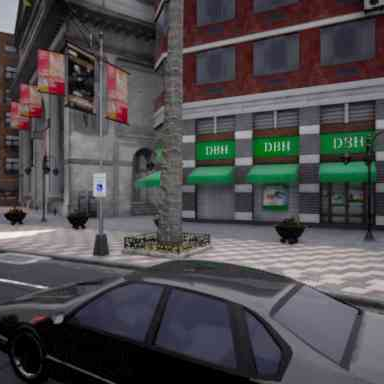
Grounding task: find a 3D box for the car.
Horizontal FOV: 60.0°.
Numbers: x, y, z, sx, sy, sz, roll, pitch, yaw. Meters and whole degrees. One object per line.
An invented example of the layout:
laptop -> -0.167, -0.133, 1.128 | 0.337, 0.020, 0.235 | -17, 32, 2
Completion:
car -> -0.055, 1.547, 3.755 | 5.357, 1.411, 2.033 | 0, 0, 32
